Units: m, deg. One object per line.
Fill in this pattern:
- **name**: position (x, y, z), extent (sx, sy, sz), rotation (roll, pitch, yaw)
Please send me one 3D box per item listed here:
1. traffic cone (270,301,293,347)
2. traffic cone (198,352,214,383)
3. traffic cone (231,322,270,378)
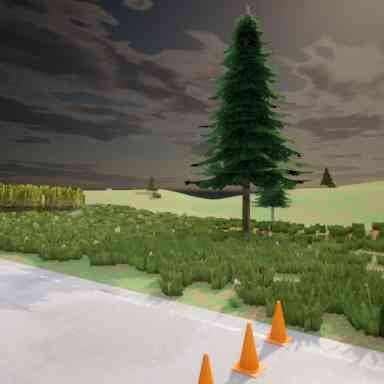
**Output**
- **traffic cone**: position (1.314, 1.955, 5.053), extent (0.340, 0.580, 0.340), rotation (0, 0, 36)
- **traffic cone**: position (0.145, 1.955, 3.431), extent (0.340, 0.580, 0.340), rotation (0, 0, 36)
- **traffic cone**: position (0.729, 1.955, 4.242), extent (0.340, 0.580, 0.340), rotation (0, 0, 36)
